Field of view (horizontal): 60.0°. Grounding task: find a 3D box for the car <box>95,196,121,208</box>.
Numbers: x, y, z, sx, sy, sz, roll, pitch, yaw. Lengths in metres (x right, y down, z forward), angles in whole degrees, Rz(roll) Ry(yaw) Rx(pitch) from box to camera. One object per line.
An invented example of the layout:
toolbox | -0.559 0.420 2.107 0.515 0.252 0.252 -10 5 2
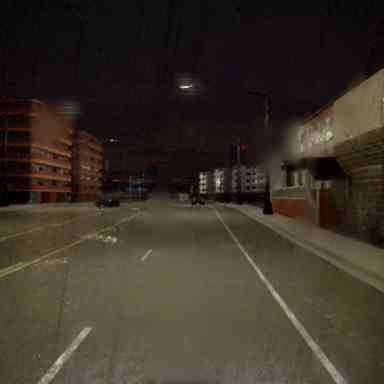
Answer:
car | -9.852 1.129 39.330 2.033 1.411 5.357 0 0 2

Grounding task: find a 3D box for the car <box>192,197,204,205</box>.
car | 0.956 1.387 52.161 1.895 1.301 4.718 0 -1 1
